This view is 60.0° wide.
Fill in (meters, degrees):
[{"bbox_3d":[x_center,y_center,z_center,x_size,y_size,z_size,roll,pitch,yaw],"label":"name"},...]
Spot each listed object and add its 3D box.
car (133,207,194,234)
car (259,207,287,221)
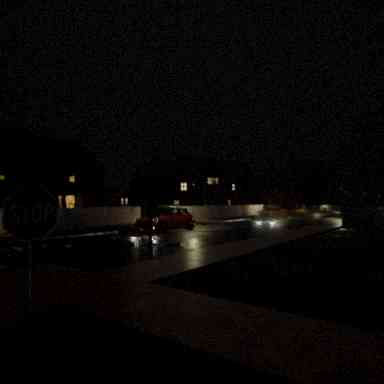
[{"bbox_3d":[-1.842,1.811,22.583,2.097,1.767,4.553,0,-2,35],"label":"car"},{"bbox_3d":[9.410,2.431,38.566,1.882,1.535,5.008,0,-2,35],"label":"car"}]
